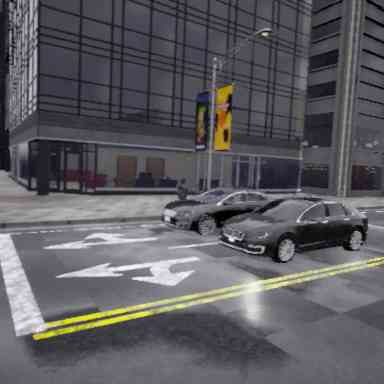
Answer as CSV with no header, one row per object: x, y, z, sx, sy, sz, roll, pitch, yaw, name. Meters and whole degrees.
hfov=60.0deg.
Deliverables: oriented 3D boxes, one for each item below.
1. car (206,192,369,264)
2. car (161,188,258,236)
3.033,0.908,9.448,4.892,1.490,1.837,0,5,-32,car
1.280,0.610,12.168,4.902,1.511,2.128,0,5,-32,car
